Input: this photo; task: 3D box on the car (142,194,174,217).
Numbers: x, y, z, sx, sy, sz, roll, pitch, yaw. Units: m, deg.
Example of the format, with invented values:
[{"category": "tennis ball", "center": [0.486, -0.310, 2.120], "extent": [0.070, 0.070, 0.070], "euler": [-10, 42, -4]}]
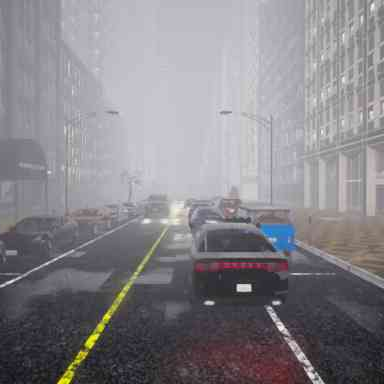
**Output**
[{"category": "car", "center": [-3.194, 1.214, 31.506], "extent": [2.150, 2.045, 5.566], "euler": [0, 0, 0]}]

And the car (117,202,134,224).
[{"category": "car", "center": [-5.772, 1.545, 24.117], "extent": [2.008, 1.369, 4.403], "euler": [-1, 0, 0]}]

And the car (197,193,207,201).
[{"category": "car", "center": [2.433, 1.293, 80.979], "extent": [2.192, 1.841, 5.009], "euler": [-1, 0, 0]}]

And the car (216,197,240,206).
[{"category": "car", "center": [2.607, 1.309, 24.143], "extent": [2.192, 1.841, 5.009], "euler": [-1, 0, 0]}]

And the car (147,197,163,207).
[{"category": "car", "center": [-5.858, 1.538, 52.535], "extent": [2.008, 1.369, 4.403], "euler": [-1, 0, 0]}]

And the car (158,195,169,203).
[{"category": "car", "center": [-5.911, 1.422, 69.586], "extent": [1.967, 1.590, 4.097], "euler": [-1, 0, 0]}]

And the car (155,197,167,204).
[{"category": "car", "center": [-5.893, 1.566, 63.902], "extent": [1.802, 1.307, 4.206], "euler": [-1, 0, 0]}]

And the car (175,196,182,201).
[{"category": "car", "center": [-3.253, 1.578, 83.095], "extent": [1.895, 1.301, 4.718], "euler": [0, 0, 0]}]

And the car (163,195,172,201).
[{"category": "car", "center": [-5.944, 1.504, 80.784], "extent": [1.752, 1.417, 4.829], "euler": [-1, 0, 0]}]

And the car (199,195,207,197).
[{"category": "car", "center": [2.523, 1.538, 52.560], "extent": [2.008, 1.369, 4.403], "euler": [-1, 0, 0]}]

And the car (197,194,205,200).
[{"category": "car", "center": [2.400, 1.414, 92.346], "extent": [1.967, 1.590, 4.097], "euler": [-1, 0, 0]}]

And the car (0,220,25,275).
[{"category": "car", "center": [-5.719, 1.549, 7.066], "extent": [2.008, 1.369, 4.403], "euler": [-1, 0, 0]}]

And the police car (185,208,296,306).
[{"category": "police car", "center": [0.875, 1.423, 8.226], "extent": [1.930, 1.638, 5.238], "euler": [0, 0, 0]}]

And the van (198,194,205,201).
[{"category": "van", "center": [2.416, 1.317, 86.663], "extent": [1.690, 1.788, 3.998], "euler": [-1, 0, 0]}]

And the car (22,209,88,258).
[{"category": "car", "center": [-5.736, 1.563, 12.750], "extent": [1.947, 1.339, 4.313], "euler": [-1, 0, 0]}]

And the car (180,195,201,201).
[{"category": "car", "center": [-0.126, 1.537, 45.240], "extent": [2.033, 1.411, 5.357], "euler": [0, 0, 0]}]

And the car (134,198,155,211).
[{"category": "car", "center": [-5.823, 1.541, 41.168], "extent": [2.008, 1.369, 4.403], "euler": [-1, 0, 0]}]

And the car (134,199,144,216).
[{"category": "car", "center": [-5.788, 1.575, 29.801], "extent": [1.802, 1.307, 4.206], "euler": [-1, 0, 0]}]

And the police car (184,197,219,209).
[{"category": "police car", "center": [0.693, 1.419, 24.250], "extent": [1.930, 1.638, 5.238], "euler": [0, 0, 1]}]

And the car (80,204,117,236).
[{"category": "car", "center": [-5.754, 1.540, 18.433], "extent": [1.887, 1.381, 4.507], "euler": [-1, 0, 0]}]

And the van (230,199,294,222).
[{"category": "van", "center": [2.642, 1.338, 12.775], "extent": [1.690, 1.788, 3.998], "euler": [-1, 0, 0]}]

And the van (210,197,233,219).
[{"category": "van", "center": [2.590, 1.334, 29.826], "extent": [1.690, 1.788, 3.998], "euler": [-1, 0, 0]}]

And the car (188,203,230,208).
[{"category": "car", "center": [0.845, 1.522, 18.117], "extent": [1.812, 1.442, 4.674], "euler": [0, 0, 0]}]

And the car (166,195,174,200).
[{"category": "car", "center": [-5.980, 1.540, 92.321], "extent": [1.947, 1.339, 4.313], "euler": [-1, 0, 0]}]
